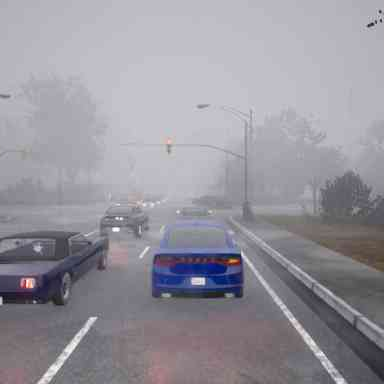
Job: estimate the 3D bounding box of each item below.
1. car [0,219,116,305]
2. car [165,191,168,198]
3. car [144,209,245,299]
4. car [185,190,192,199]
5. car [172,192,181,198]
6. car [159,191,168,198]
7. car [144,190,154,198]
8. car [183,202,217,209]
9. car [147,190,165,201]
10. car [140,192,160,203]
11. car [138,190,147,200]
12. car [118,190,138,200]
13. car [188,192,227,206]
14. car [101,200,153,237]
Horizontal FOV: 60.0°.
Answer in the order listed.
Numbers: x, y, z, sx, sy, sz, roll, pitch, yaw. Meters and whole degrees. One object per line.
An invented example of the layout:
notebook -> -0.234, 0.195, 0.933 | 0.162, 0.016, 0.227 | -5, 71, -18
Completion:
car -> -3.387, 1.573, 7.942 | 1.895, 1.301, 4.718 | 0, 0, 0
car -> -6.982, 0.954, 74.243 | 1.895, 1.301, 4.718 | 0, 1, -1
car -> 0.114, 1.445, 8.488 | 1.882, 1.535, 5.008 | 0, 0, 0
car -> -0.036, 0.849, 76.807 | 1.812, 1.442, 4.674 | 0, 1, -2
car -> -3.854, 0.737, 85.559 | 2.033, 1.411, 5.357 | 0, 1, -4
car -> -7.300, 0.567, 84.477 | 2.097, 1.767, 4.553 | 0, 1, -3
car -> -10.789, 0.441, 84.178 | 2.150, 2.045, 5.566 | 0, 1, -3
car -> 0.127, 1.458, 17.470 | 1.994, 1.385, 4.181 | 0, 0, 0
car -> -6.963, 0.953, 64.218 | 1.882, 1.535, 5.008 | 0, 1, 0
car -> -7.005, 1.125, 55.409 | 1.994, 1.385, 4.181 | 0, 1, 0
car -> -10.461, 0.706, 63.383 | 2.150, 2.045, 5.566 | 0, 1, 0
car -> -10.534, 0.927, 53.799 | 2.097, 1.767, 4.553 | 0, 1, 1
car -> 2.369, 1.161, 44.876 | 4.892, 1.490, 1.837 | 1, 4, 38
car -> -3.373, 1.401, 17.194 | 1.837, 1.490, 4.892 | 0, 0, 0
